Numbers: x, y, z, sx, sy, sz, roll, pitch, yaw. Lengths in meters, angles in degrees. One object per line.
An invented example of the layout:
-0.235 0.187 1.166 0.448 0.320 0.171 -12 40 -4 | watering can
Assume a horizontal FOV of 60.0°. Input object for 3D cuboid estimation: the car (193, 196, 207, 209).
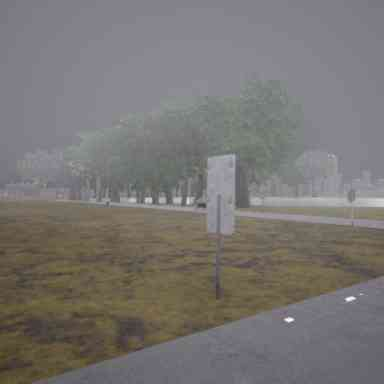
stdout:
2.101 1.261 40.471 2.097 1.767 4.553 1 -1 -35 | car
